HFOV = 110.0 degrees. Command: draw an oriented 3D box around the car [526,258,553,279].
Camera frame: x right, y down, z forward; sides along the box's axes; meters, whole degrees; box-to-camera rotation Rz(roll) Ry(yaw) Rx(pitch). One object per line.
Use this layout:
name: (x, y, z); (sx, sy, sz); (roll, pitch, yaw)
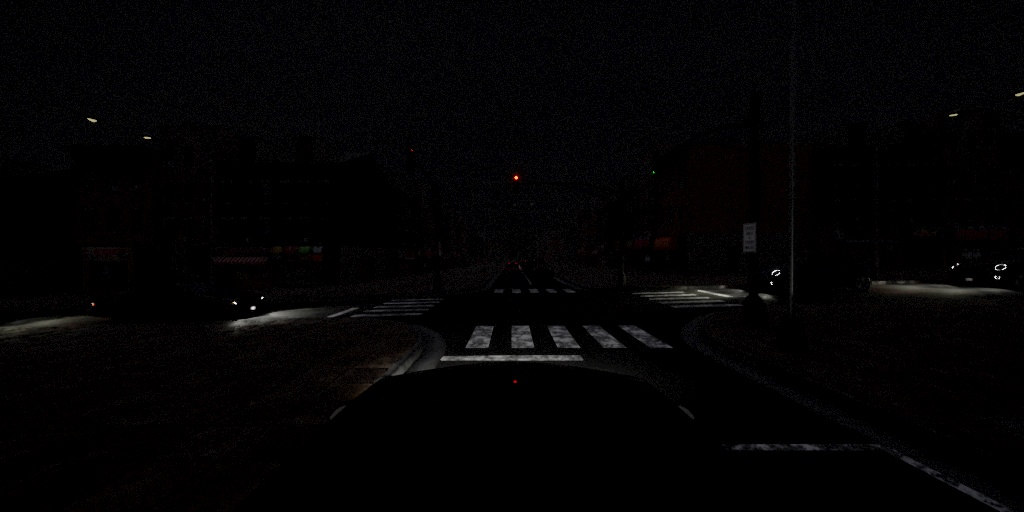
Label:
car: (2.635, 1.224, 33.166); (1.967, 1.591, 4.097); (0, 0, 0)

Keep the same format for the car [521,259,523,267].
car: (2.634, 1.126, 43.970); (2.192, 1.841, 5.009); (0, 0, 0)

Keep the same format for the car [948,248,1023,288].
car: (23.077, 0.433, 16.351); (4.553, 1.767, 2.097); (-1, 0, 0)

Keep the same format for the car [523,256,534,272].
car: (2.634, 1.112, 38.567); (2.192, 1.841, 5.009); (0, 0, 0)

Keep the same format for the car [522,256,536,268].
car: (2.977, 1.106, 64.398); (2.150, 2.045, 5.566); (0, 0, 0)

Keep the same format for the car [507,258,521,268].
car: (0.094, 1.395, 62.082); (1.812, 1.442, 4.674); (0, 0, 0)

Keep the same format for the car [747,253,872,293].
car: (13.359, 0.685, 16.355); (4.553, 1.767, 2.097); (-1, 0, 1)

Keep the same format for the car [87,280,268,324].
car: (-12.298, 1.633, 13.336); (5.357, 1.411, 2.033); (-2, 0, 0)
